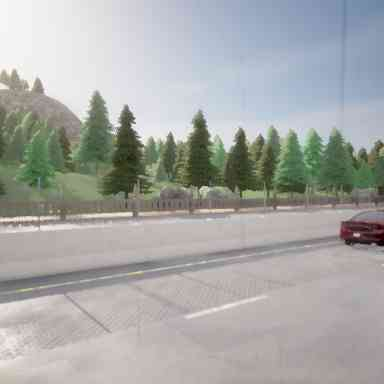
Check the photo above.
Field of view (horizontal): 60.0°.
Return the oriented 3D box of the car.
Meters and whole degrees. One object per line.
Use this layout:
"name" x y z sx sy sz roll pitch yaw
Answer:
"car" 8.269 1.482 14.066 5.008 1.535 1.882 0 0 -35
